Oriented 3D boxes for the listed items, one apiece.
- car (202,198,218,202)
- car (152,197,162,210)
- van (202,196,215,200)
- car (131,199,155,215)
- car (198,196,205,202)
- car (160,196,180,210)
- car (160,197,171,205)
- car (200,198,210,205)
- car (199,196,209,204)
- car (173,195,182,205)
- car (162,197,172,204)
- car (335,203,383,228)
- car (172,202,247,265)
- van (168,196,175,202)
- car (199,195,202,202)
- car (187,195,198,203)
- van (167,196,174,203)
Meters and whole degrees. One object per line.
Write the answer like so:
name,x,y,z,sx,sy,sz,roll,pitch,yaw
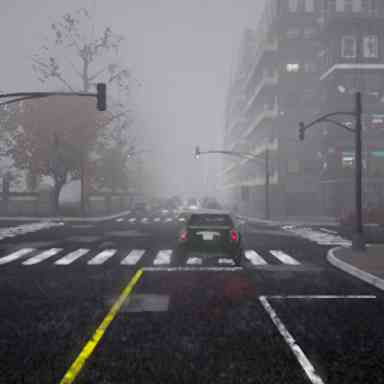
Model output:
car,2.696,1.796,42.867,1.887,1.381,4.507,0,0,0
car,-5.684,1.811,48.328,1.752,1.417,4.829,0,0,0
van,2.697,1.628,48.499,1.690,1.788,3.998,0,0,0
car,-5.685,1.781,37.237,1.947,1.339,4.313,0,0,0
car,2.698,2.049,93.537,1.967,1.590,4.097,0,0,0
car,-3.083,1.789,48.110,1.837,1.490,4.892,0,0,0
car,-5.683,1.882,71.019,1.967,1.590,4.097,0,0,0
car,2.697,1.986,71.017,1.887,1.381,4.507,0,0,0
car,2.698,1.797,76.649,2.192,1.841,5.009,0,0,0
car,-3.011,1.616,64.435,2.150,2.045,5.566,0,0,0
car,-5.682,1.922,76.648,1.967,1.590,4.097,0,0,0
car,13.468,1.739,24.914,5.009,1.841,2.192,1,-2,-1
car,0.881,1.419,12.277,2.097,1.767,4.553,0,0,11
van,-5.682,1.950,93.538,1.690,1.788,3.998,0,0,0
car,2.697,1.803,59.758,1.967,1.590,4.097,0,0,0
car,0.004,1.883,65.953,1.882,1.535,5.008,0,0,0
van,-5.683,1.907,87.909,1.690,1.788,3.998,0,0,0
